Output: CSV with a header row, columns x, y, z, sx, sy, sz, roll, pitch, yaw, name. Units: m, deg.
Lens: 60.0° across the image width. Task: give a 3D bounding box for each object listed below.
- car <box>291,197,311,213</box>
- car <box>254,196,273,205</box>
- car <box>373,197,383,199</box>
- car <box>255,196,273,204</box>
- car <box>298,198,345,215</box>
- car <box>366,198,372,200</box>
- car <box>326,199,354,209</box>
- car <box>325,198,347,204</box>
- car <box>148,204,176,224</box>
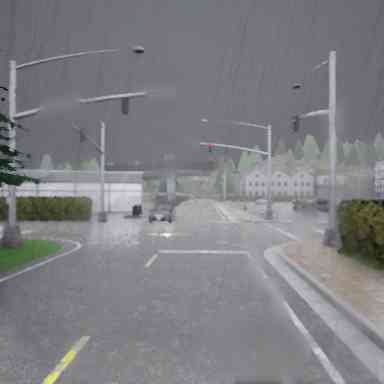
x,y,z,sx,sy,sz,roll,pitch,yaw,name
14.586,1.731,39.607,5.027,1.636,2.152,0,-1,2,car
15.874,2.087,73.838,3.806,1.475,1.970,0,-1,2,car
41.596,1.886,69.730,5.027,1.636,2.152,0,-1,2,car
16.615,1.836,77.139,3.866,1.878,1.905,0,-1,2,car
14.516,1.710,36.471,4.514,1.523,2.007,0,-1,2,car
41.524,2.025,76.154,3.806,1.475,1.970,0,-1,2,car
22.717,1.843,51.143,3.633,1.501,1.845,0,-1,2,car
34.623,2.116,80.089,4.514,1.523,2.007,0,-1,2,car
-2.408,1.740,27.679,2.128,1.511,4.902,0,0,3,car
